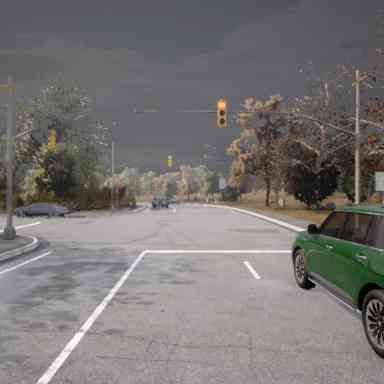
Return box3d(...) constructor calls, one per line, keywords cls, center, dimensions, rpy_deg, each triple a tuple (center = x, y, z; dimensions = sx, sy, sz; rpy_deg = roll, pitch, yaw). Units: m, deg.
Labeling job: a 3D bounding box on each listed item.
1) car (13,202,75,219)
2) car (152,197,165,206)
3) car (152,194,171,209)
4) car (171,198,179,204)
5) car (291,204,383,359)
box3d(cls="car", center=(-13.307, 1.598, 29.698), dimensions=(5.357, 1.411, 2.033), rpy_deg=(0, 0, 2))
box3d(cls="car", center=(-6.559, 1.801, 64.033), dimensions=(2.097, 1.767, 4.553), rpy_deg=(0, -1, -11))
box3d(cls="car", center=(-4.438, 1.343, 47.405), dimensions=(2.150, 2.045, 5.566), rpy_deg=(0, 0, -5))
box3d(cls="car", center=(-4.656, 2.359, 82.987), dimensions=(2.128, 1.511, 4.902), rpy_deg=(0, -1, -22))
box3d(cls="car", center=(3.582, 1.221, 6.066), dimensions=(2.150, 2.045, 5.566), rpy_deg=(0, 0, 0))
